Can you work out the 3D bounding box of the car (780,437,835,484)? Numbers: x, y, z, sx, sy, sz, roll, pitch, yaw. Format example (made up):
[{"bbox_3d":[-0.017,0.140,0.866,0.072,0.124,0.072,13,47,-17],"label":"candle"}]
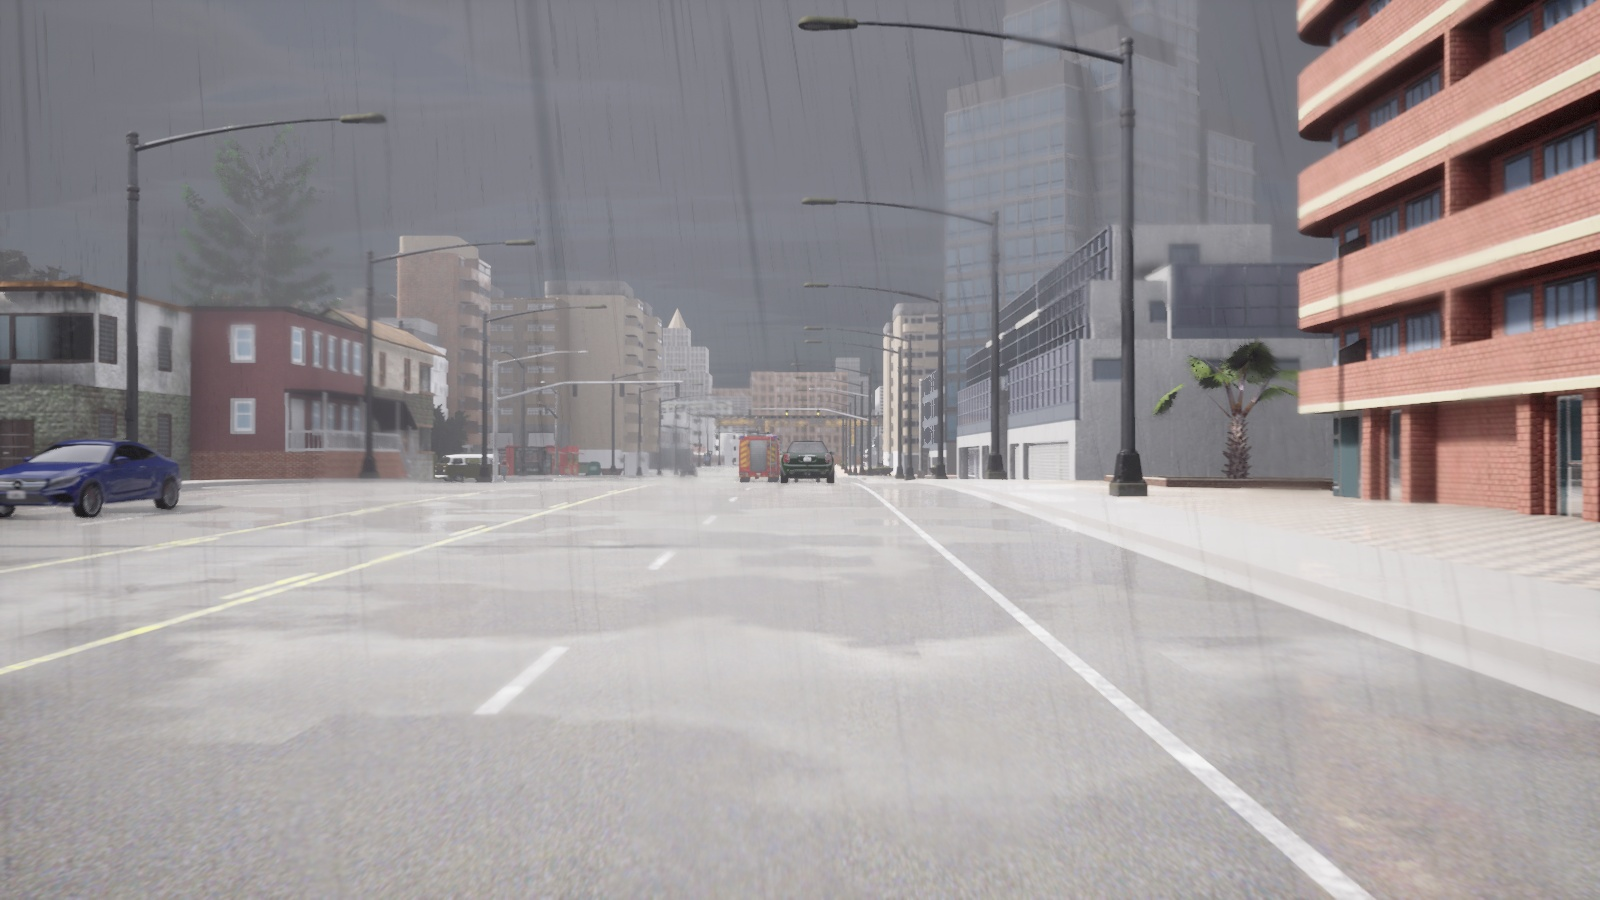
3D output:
[{"bbox_3d":[0.294,0.430,49.735,2.097,1.767,4.553,0,-1,0],"label":"car"}]

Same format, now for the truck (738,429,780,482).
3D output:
[{"bbox_3d":[-2.981,0.458,94.382,2.891,3.827,8.468,0,-1,0],"label":"truck"}]

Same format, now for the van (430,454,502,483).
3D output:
[{"bbox_3d":[-23.553,1.275,88.734,4.480,2.038,2.069,0,0,-44],"label":"van"}]

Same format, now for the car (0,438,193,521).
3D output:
[{"bbox_3d":[-13.848,0.494,24.388,1.812,1.442,4.674,0,1,0],"label":"car"}]
